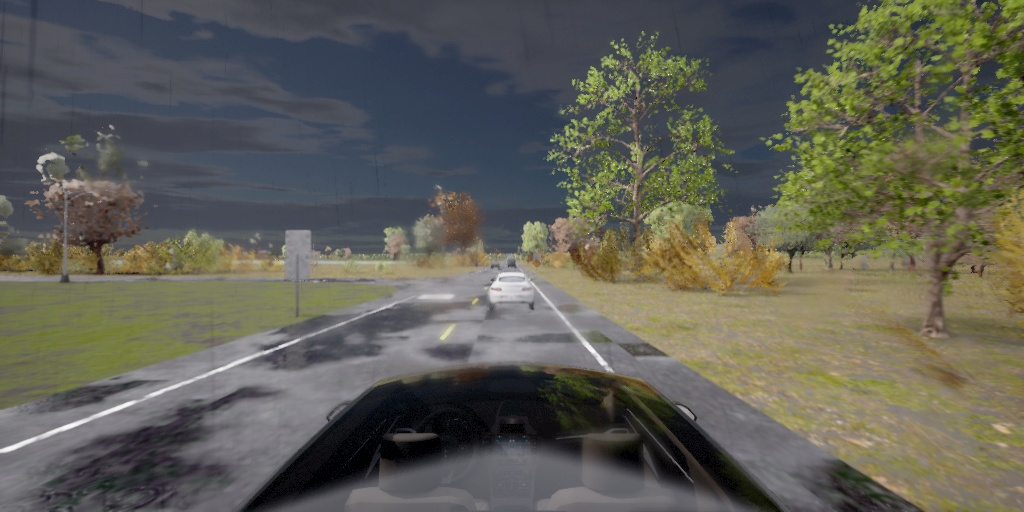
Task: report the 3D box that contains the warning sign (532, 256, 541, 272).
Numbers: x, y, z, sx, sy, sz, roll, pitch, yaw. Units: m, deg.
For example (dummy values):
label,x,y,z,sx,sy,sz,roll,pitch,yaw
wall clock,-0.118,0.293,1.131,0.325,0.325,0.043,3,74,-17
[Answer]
label,x,y,z,sx,sy,sz,roll,pitch,yaw
warning sign,3.519,1.349,51.253,1.300,1.860,1.060,0,0,0

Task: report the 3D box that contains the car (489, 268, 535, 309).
label,x,y,z,sx,sy,sz,roll,pitch,yaw
car,0.016,1.422,15.738,1.812,1.442,4.674,0,0,0
